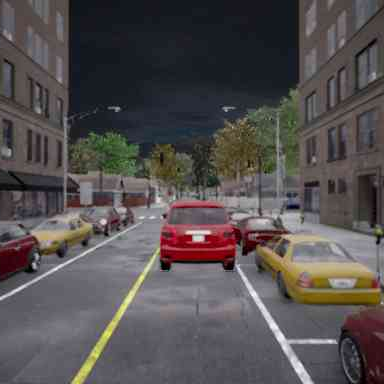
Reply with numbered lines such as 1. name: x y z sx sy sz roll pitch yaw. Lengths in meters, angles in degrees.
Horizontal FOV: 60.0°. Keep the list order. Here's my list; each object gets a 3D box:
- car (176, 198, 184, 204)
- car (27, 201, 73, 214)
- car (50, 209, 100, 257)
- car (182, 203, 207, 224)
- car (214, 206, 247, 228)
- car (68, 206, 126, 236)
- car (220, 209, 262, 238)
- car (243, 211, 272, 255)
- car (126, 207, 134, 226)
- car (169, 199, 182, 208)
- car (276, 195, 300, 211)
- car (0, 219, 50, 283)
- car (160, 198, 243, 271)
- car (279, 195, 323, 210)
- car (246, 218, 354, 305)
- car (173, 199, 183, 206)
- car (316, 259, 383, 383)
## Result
1. car: -2.837 2.163 80.044 1.812 1.442 4.674 0 -1 0
2. car: -17.401 1.905 40.895 4.892 1.490 1.837 0 0 0
3. car: -5.352 1.623 13.364 1.752 1.417 4.829 0 0 0
4. car: 0.148 1.709 27.727 1.837 1.490 4.892 0 -1 -1
5. car: 2.706 1.747 24.550 1.947 1.339 4.313 0 0 0
6. car: -5.335 1.580 19.054 1.967 1.590 4.097 0 0 0
7. car: 2.690 1.722 19.031 1.802 1.307 4.206 0 0 0
8. car: 2.674 1.644 13.514 1.887 1.381 4.507 0 0 0
9. car: -5.319 1.763 24.572 1.802 1.307 4.206 0 0 0
10. car: -2.881 2.012 59.906 2.033 1.411 5.357 0 0 1
11. car: 13.507 1.592 44.236 4.553 1.767 2.097 0 0 0
12. car: -5.367 1.498 8.016 1.967 1.590 4.097 0 0 0
13. car: 0.138 1.306 11.320 2.150 2.045 5.566 0 0 -1
14. car: 15.567 1.473 47.512 5.566 2.045 2.150 0 0 -2
15. car: 2.658 1.585 8.166 1.752 1.417 4.829 0 0 0
16. car: -2.840 2.102 69.794 1.994 1.385 4.181 0 0 0
17. car: 2.642 1.600 2.477 1.802 1.307 4.206 0 0 0
